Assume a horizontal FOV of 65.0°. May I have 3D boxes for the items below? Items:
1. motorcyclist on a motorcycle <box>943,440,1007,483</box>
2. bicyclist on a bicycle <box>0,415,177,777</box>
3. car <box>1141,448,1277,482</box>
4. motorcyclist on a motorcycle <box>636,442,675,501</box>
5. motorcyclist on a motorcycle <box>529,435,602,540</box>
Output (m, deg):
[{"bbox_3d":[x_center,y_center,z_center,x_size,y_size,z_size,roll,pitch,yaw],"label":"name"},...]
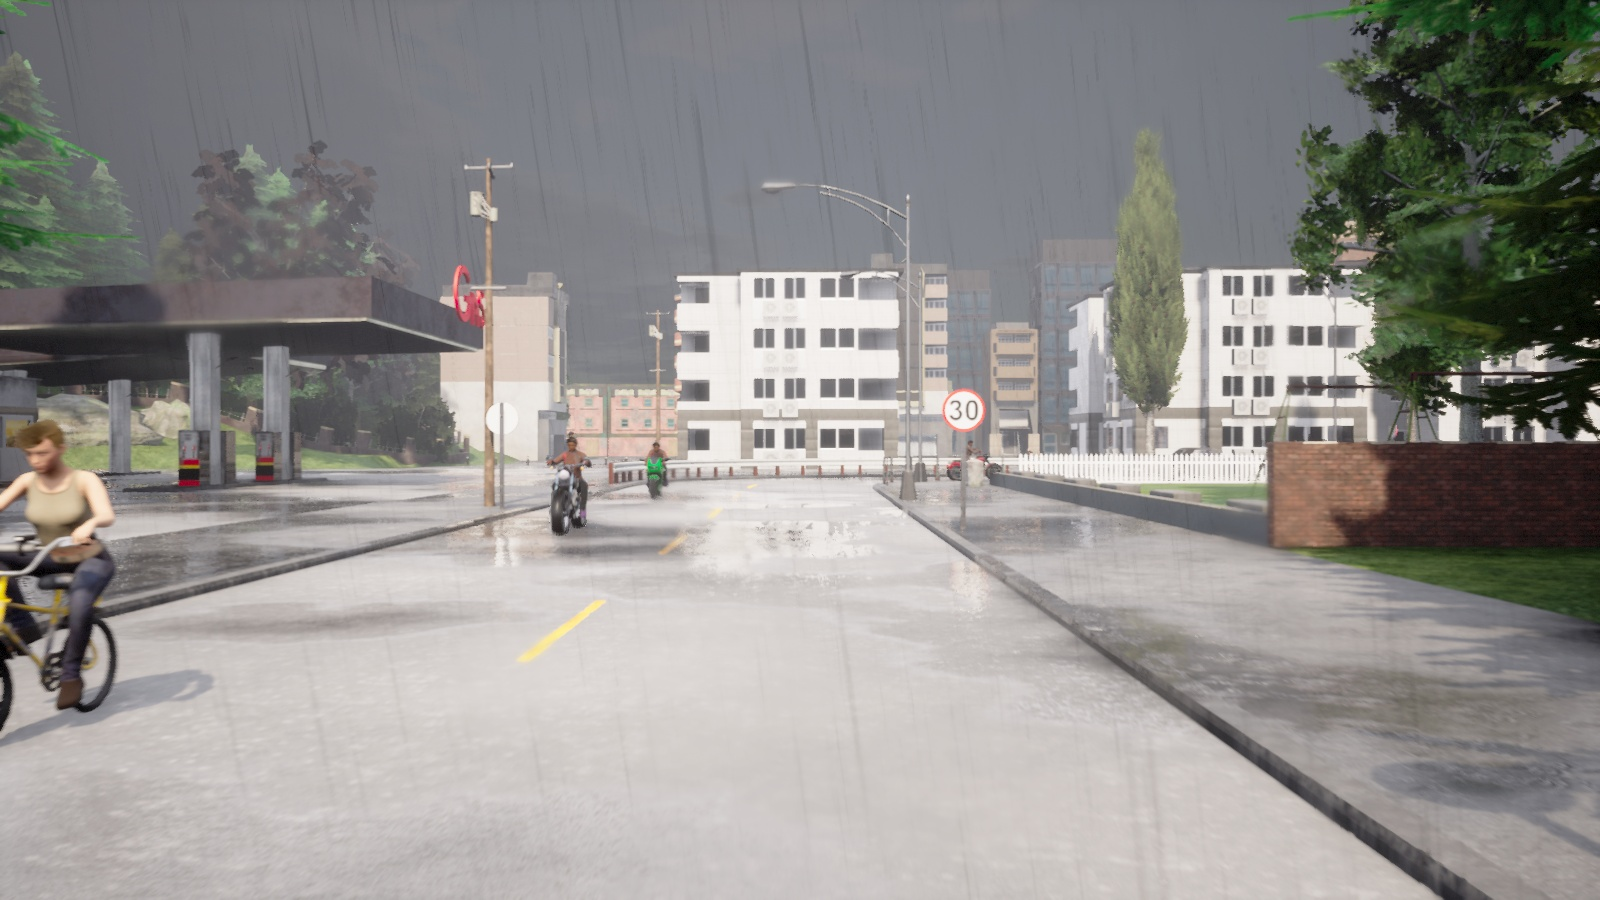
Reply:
[{"bbox_3d":[6.805,0.429,48.712,2.350,1.649,0.766,0,0,-18],"label":"motorcyclist on a motorcycle"},{"bbox_3d":[-3.955,0.644,6.337,0.866,1.612,1.509,0,0,0],"label":"bicyclist on a bicycle"},{"bbox_3d":[15.932,0.583,49.063,4.718,1.301,1.895,0,0,1],"label":"car"},{"bbox_3d":[-3.819,0.538,33.358,0.797,1.523,2.044,0,0,0],"label":"motorcyclist on a motorcycle"},{"bbox_3d":[-3.873,0.576,20.917,0.766,1.649,2.350,0,1,0],"label":"motorcyclist on a motorcycle"}]
